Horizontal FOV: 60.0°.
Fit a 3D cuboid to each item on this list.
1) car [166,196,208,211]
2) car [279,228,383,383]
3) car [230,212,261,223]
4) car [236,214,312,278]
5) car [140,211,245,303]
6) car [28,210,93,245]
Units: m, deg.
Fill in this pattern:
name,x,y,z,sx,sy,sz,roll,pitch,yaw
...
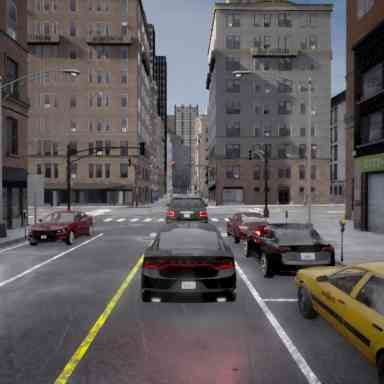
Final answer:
name,x,y,z,sx,sy,sz,roll,pitch,yaw
car,-0.282,1.215,18.412,2.150,2.045,5.566,0,0,-1
car,2.804,1.524,4.558,1.752,1.417,4.829,-1,0,-1
car,2.633,1.576,15.558,1.802,1.307,4.206,-1,0,-1
car,2.720,1.562,9.973,1.947,1.339,4.313,-1,0,-1
car,-0.078,1.475,8.281,1.882,1.535,5.008,0,0,0
car,-5.911,1.539,15.422,1.887,1.381,4.507,-1,0,-1
